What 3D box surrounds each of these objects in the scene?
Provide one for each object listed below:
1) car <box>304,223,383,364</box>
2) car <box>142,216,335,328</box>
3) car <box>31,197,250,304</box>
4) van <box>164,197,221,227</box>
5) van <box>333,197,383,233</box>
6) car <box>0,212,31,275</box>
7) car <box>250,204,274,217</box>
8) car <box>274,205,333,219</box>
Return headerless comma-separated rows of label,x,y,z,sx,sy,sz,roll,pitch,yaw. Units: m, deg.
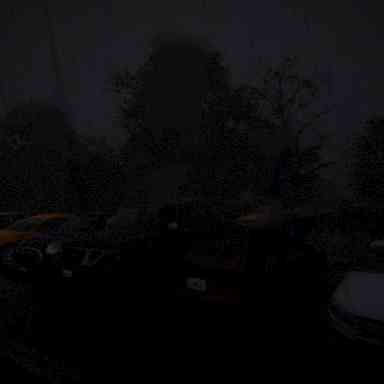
car,3.672,1.528,5.646,2.002,1.452,4.674,0,0,36
car,1.429,1.533,7.281,2.163,1.488,4.792,0,0,36
car,-0.865,1.268,8.849,2.435,2.045,5.566,0,0,36
van,0.136,1.364,24.388,1.878,1.987,4.442,-1,0,36
van,9.248,1.276,17.877,1.878,1.987,4.442,0,0,36
car,-3.085,1.412,10.508,2.185,1.767,4.553,0,0,36
car,4.568,1.532,20.850,1.946,1.575,5.366,-1,0,36
car,6.923,1.519,19.387,2.231,1.521,4.892,0,0,36
